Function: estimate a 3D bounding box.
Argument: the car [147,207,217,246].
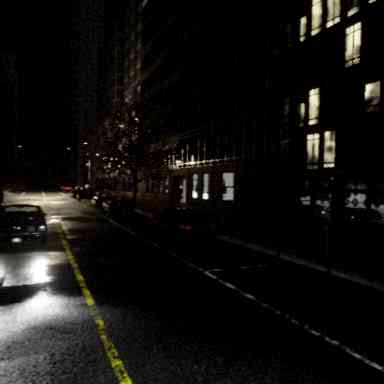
[{"bbox_3d":[-0.506,1.260,13.200,1.802,1.307,4.206,1,1,-25],"label":"car"}]

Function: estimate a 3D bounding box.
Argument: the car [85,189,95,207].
[{"bbox_3d":[-7.676,0.698,28.689,2.008,1.369,4.403,1,2,-25],"label":"car"}]

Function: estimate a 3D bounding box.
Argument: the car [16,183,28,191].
[{"bbox_3d":[-36.793,-1.049,71.640,1.887,1.381,4.507,1,2,-25],"label":"car"}]

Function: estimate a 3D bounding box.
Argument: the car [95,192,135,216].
[{"bbox_3d":[-5.286,0.877,23.525,2.008,1.369,4.403,1,1,-25],"label":"car"}]

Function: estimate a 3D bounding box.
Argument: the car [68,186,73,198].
[{"bbox_3d":[-14.844,0.043,44.175,1.967,1.590,4.097,1,2,-25],"label":"car"}]

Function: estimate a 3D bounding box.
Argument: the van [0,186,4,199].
[{"bbox_3d":[-15.276,0.402,25.164,1.690,1.788,3.998,1,1,-25],"label":"van"}]

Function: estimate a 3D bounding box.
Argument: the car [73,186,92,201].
[{"bbox_3d":[-12.454,0.225,39.013,1.967,1.590,4.097,1,2,-25],"label":"car"}]

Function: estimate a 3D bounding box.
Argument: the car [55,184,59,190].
[{"bbox_3d":[-31.577,-1.129,80.320,1.947,1.339,4.313,1,2,-25],"label":"car"}]

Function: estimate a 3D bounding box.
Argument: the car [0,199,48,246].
[{"bbox_3d":[-6.511,1.158,12.622,1.895,1.301,4.718,1,2,-25],"label":"car"}]

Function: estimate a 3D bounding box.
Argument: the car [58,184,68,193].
[{"bbox_3d":[-24.407,-0.588,64.831,1.887,1.381,4.507,1,2,-25],"label":"car"}]

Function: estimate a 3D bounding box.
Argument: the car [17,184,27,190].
[{"bbox_3d":[-39.184,-1.200,76.804,1.802,1.307,4.206,1,2,-25],"label":"car"}]
